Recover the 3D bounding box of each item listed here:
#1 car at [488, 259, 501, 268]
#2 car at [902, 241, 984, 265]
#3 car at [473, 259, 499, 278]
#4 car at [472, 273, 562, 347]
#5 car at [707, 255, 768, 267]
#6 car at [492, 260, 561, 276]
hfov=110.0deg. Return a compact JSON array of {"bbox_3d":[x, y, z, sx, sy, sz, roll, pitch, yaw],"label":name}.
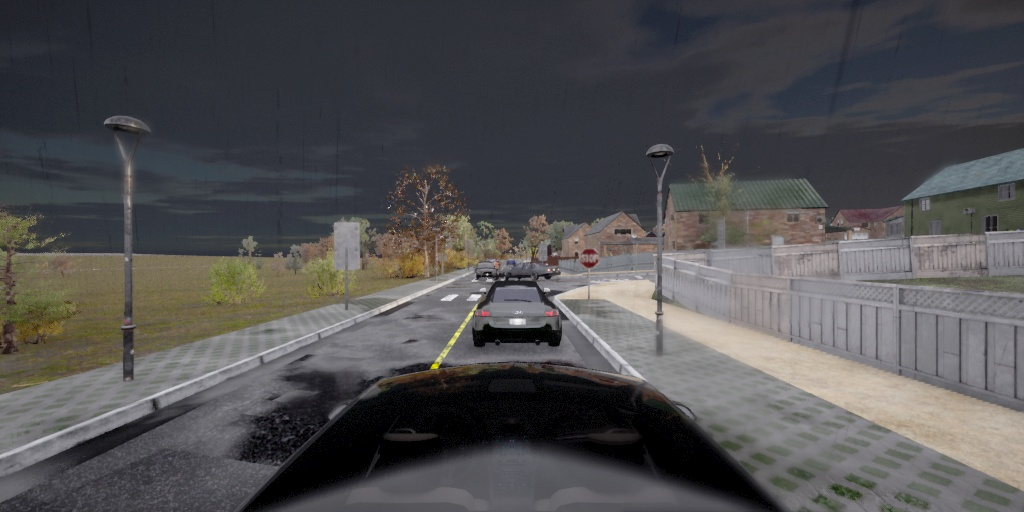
[{"bbox_3d":[-2.979,1.256,61.117,1.882,1.535,5.008,0,0,0],"label":"car"},{"bbox_3d":[23.842,-0.208,20.372,4.902,1.511,2.128,-3,0,14],"label":"car"},{"bbox_3d":[-2.324,1.257,31.264,1.837,1.490,4.892,0,0,-8],"label":"car"},{"bbox_3d":[0.084,1.313,9.344,1.994,1.385,4.181,0,0,-1],"label":"car"},{"bbox_3d":[14.336,0.413,22.770,4.181,1.385,1.994,-3,0,16],"label":"car"},{"bbox_3d":[1.271,1.197,28.361,5.357,1.411,2.033,-4,-3,43],"label":"car"}]
